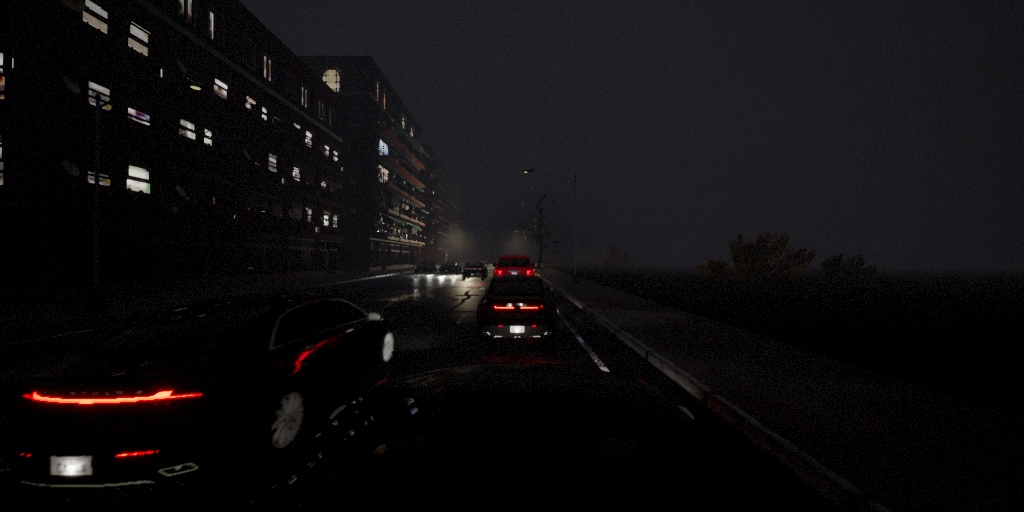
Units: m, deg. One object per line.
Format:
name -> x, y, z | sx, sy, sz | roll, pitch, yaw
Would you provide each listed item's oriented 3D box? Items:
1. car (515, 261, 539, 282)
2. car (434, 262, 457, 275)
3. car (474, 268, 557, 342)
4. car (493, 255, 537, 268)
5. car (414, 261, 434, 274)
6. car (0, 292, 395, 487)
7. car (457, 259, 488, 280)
car -> 1.161, 1.209, 30.525 | 1.801, 1.575, 5.366 | 0, 0, 0
car -> -6.571, 1.317, 38.074 | 1.994, 1.385, 4.181 | 0, 0, 0
car -> 0.108, 1.256, 9.771 | 1.837, 1.490, 4.892 | 0, 0, 0
car -> 0.114, 0.974, 20.118 | 2.150, 2.045, 5.566 | 0, 0, 0
car -> -9.819, 1.279, 41.154 | 1.812, 1.442, 4.674 | 0, 0, 0
car -> -3.148, 1.255, 4.986 | 1.837, 1.490, 4.892 | 0, 0, 0
car -> -3.127, 1.245, 30.833 | 2.128, 1.511, 4.902 | 0, 0, 0
